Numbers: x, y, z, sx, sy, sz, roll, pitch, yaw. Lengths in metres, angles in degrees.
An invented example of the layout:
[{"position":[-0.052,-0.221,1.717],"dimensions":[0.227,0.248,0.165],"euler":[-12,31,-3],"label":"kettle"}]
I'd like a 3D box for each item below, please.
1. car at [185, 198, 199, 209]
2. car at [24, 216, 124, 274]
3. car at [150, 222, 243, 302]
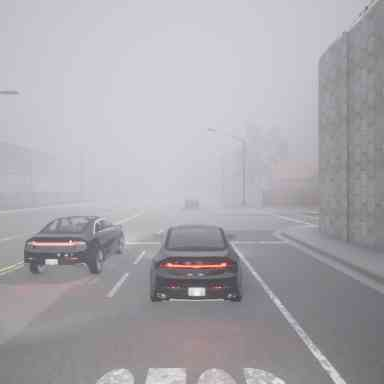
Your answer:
[{"position":[-0.022,1.492,44.232],"dimensions":[2.128,1.511,4.902],"euler":[0,0,0],"label":"car"},{"position":[-3.429,1.492,10.533],"dimensions":[2.128,1.511,4.902],"euler":[0,0,0],"label":"car"},{"position":[0.078,1.505,8.265],"dimensions":[1.837,1.490,4.892],"euler":[0,0,0],"label":"car"}]
